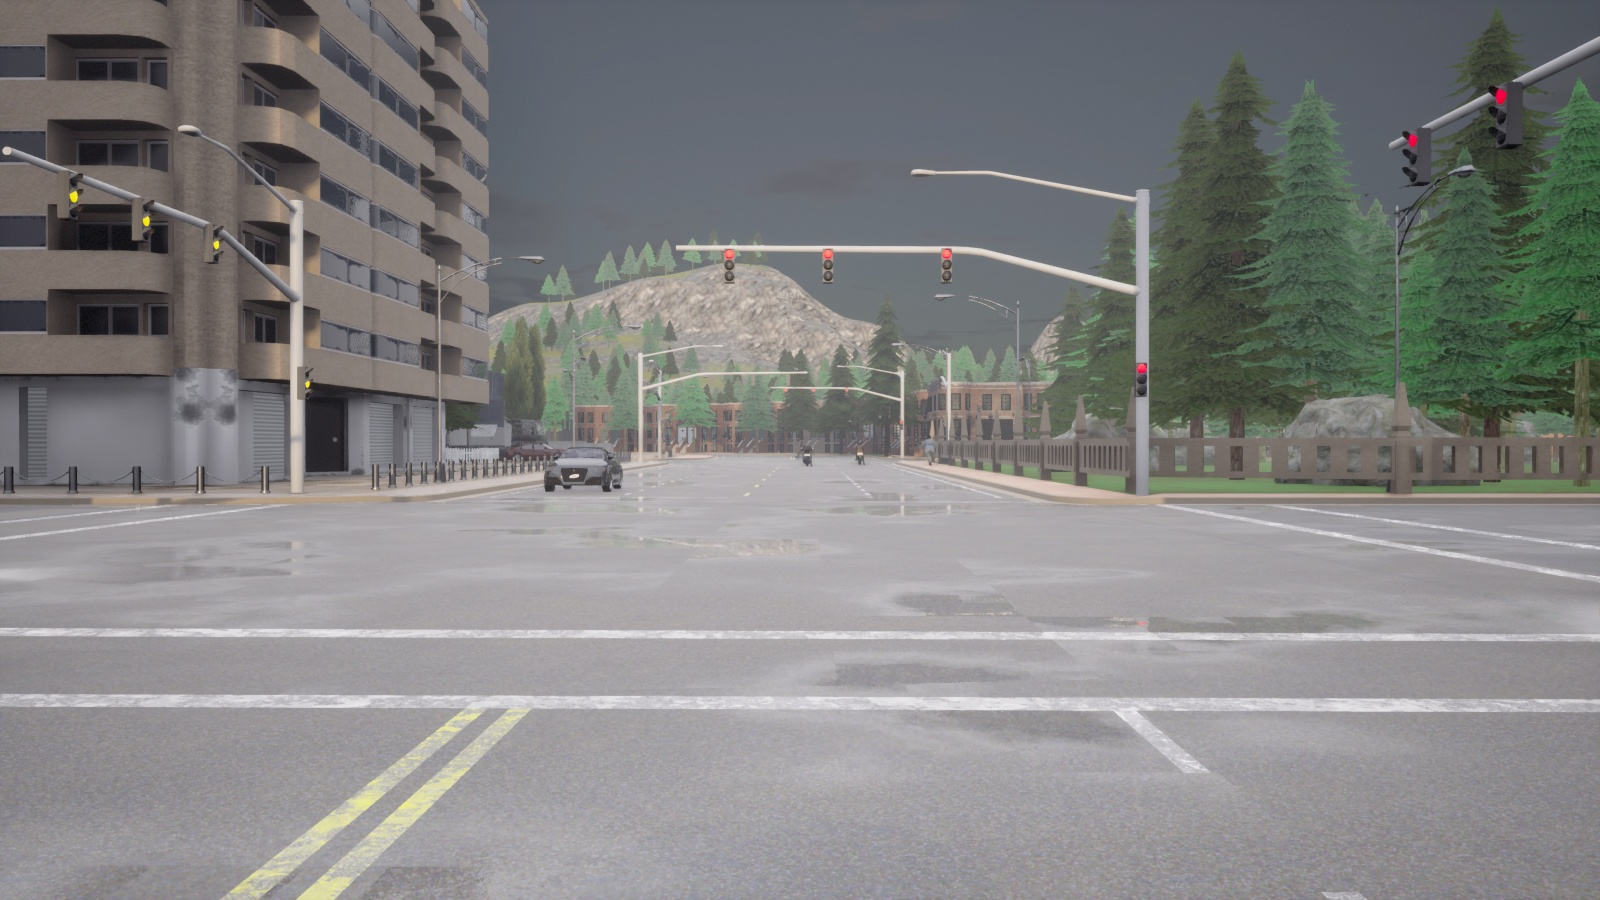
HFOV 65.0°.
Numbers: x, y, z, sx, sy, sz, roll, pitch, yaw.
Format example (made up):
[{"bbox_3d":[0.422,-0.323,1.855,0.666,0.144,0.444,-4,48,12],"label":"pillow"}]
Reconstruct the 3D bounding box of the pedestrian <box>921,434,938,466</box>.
[{"bbox_3d":[7.446,0.003,72.200,0.874,1.855,0.900,0,0,-2],"label":"pedestrian"}]

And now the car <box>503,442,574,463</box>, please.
[{"bbox_3d":[-19.808,0.170,95.341,5.008,1.535,1.882,0,0,0],"label":"car"}]

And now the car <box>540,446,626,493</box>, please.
[{"bbox_3d":[-6.774,0.582,39.592,1.994,1.385,4.181,0,0,0],"label":"car"}]
